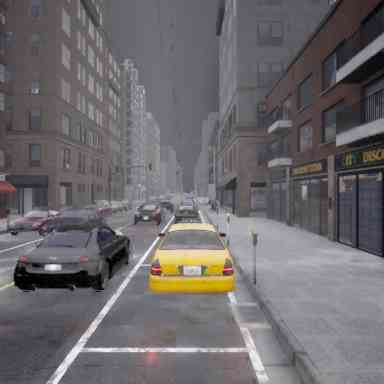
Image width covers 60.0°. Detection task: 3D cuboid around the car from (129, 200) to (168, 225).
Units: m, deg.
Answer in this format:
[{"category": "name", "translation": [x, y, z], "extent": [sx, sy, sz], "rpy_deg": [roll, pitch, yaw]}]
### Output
[{"category": "car", "translation": [-3.020, 1.526, 24.004], "extent": [1.812, 1.442, 4.674], "rpy_deg": [0, 0, 0]}]

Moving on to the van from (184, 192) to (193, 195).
[{"category": "van", "translation": [-0.383, 1.339, 67.702], "extent": [1.690, 1.788, 3.998], "rpy_deg": [0, 0, 0]}]

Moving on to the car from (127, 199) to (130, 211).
[{"category": "car", "translation": [-8.408, 1.551, 40.611], "extent": [2.008, 1.369, 4.403], "rpy_deg": [0, 0, 0]}]

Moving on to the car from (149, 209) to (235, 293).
[{"category": "car", "translation": [0.005, 1.457, 8.840], "extent": [1.801, 1.575, 5.366], "rpy_deg": [0, 0, 0]}]

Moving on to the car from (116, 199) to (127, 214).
[{"category": "car", "translation": [-8.408, 1.525, 34.923], "extent": [1.752, 1.417, 4.829], "rpy_deg": [0, 0, 0]}]

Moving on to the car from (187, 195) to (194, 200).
[{"category": "car", "translation": [-0.383, 1.575, 90.427], "extent": [1.802, 1.307, 4.206], "rpy_deg": [0, 0, 0]}]

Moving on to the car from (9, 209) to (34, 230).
[{"category": "car", "translation": [-8.408, 1.582, 18.538], "extent": [1.802, 1.307, 4.206], "rpy_deg": [0, 0, 0]}]

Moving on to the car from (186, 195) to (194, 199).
[{"category": "car", "translation": [-0.383, 1.440, 35.101], "extent": [1.967, 1.590, 4.097], "rpy_deg": [0, 0, 0]}]

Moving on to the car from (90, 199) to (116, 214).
[{"category": "car", "translation": [-8.408, 1.440, 29.575], "extent": [1.967, 1.590, 4.097], "rpy_deg": [0, 0, 0]}]

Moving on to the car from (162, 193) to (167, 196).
[{"category": "car", "translation": [-8.408, 1.518, 90.251], "extent": [1.752, 1.417, 4.829], "rpy_deg": [0, 0, 0]}]

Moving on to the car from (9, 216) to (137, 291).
[{"category": "car", "translation": [-2.923, 1.564, 9.030], "extent": [1.994, 1.385, 4.181], "rpy_deg": [0, 0, 0]}]

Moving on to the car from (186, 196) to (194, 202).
[{"category": "car", "translation": [-0.383, 1.579, 79.064], "extent": [1.802, 1.307, 4.206], "rpy_deg": [0, 0, 0]}]

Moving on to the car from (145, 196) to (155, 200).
[{"category": "car", "translation": [-8.408, 1.549, 67.693], "extent": [2.008, 1.369, 4.403], "rpy_deg": [0, 0, 0]}]

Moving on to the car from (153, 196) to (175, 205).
[{"category": "car", "translation": [-2.922, 1.504, 37.491], "extent": [1.837, 1.490, 4.892], "rpy_deg": [0, 0, 0]}]

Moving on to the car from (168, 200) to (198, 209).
[{"category": "car", "translation": [-0.383, 1.551, 24.063], "extent": [2.008, 1.369, 4.403], "rpy_deg": [0, 0, 0]}]

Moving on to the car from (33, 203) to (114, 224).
[{"category": "car", "translation": [-5.870, 1.547, 17.347], "extent": [2.033, 1.411, 5.357], "rpy_deg": [0, 0, 0]}]
